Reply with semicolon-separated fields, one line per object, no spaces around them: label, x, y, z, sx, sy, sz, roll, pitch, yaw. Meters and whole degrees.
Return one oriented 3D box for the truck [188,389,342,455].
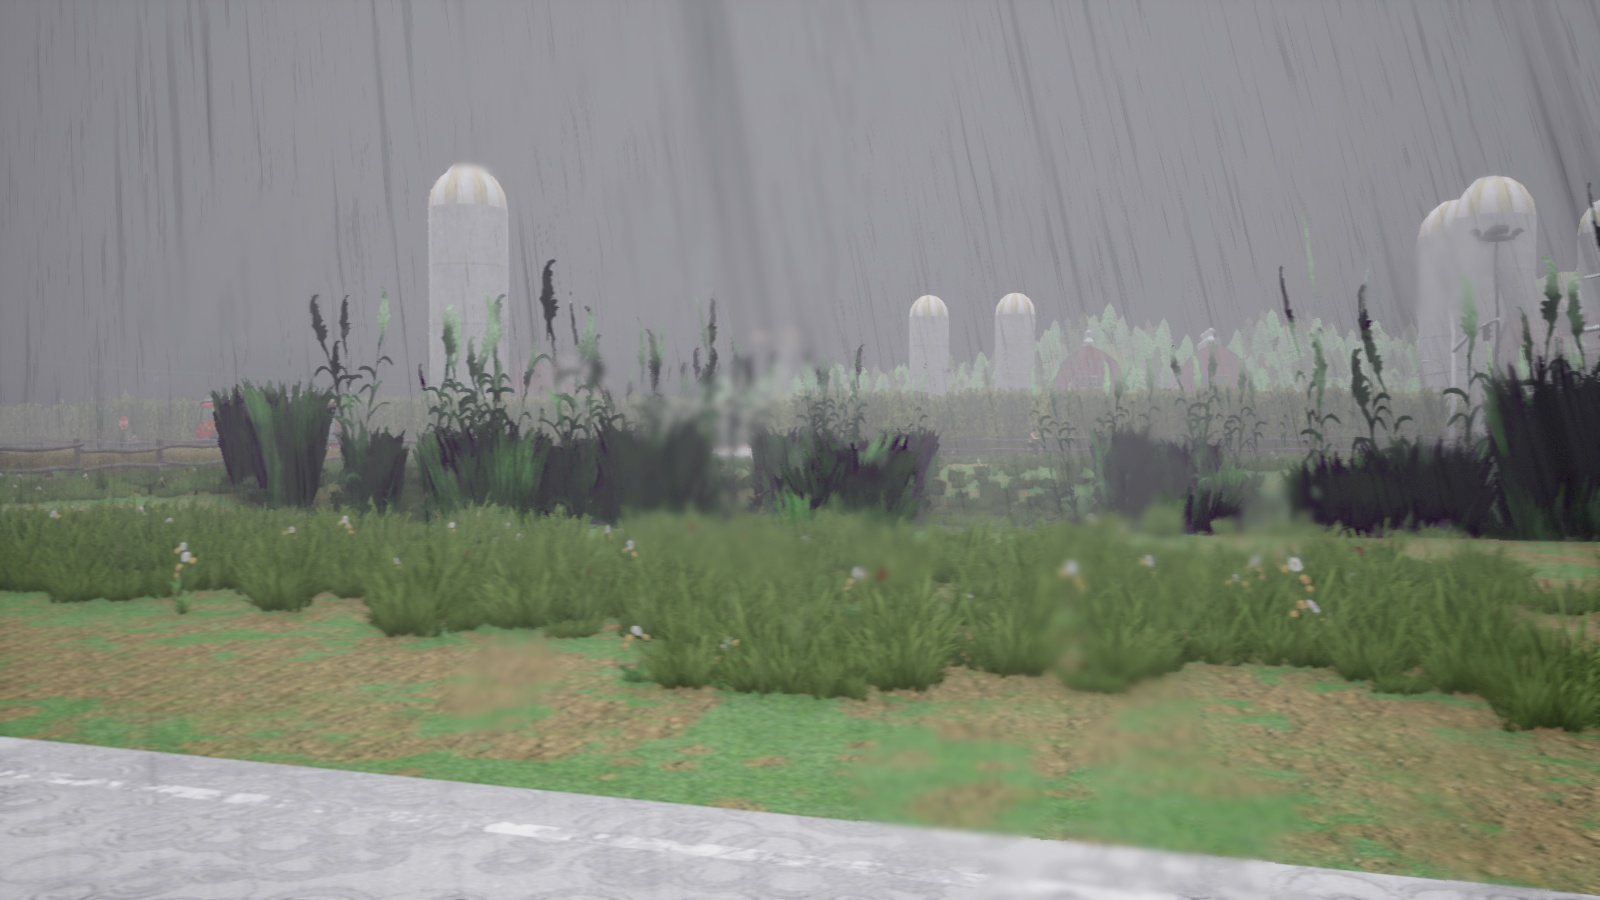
truck;-32.344;-1.702;76.018;8.468;3.827;2.891;1;1;13
